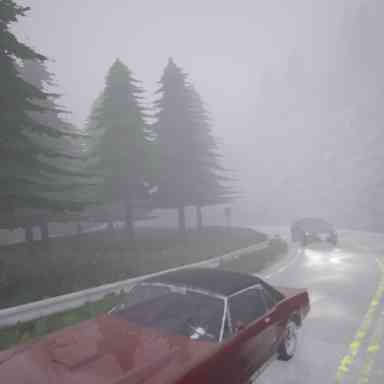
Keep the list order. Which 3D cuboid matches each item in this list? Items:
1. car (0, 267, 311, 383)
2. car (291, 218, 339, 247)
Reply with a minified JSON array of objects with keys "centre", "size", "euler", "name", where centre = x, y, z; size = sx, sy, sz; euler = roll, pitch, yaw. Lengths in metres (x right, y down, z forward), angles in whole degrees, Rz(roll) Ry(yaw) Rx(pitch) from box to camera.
[{"centre":[-0.085,1.786,4.248],"size":[1.895,1.301,4.718],"euler":[-2,-3,36],"name":"car"},{"centre":[7.128,2.318,19.811],"size":[2.128,1.511,4.902],"euler":[-3,-4,6],"name":"car"}]
